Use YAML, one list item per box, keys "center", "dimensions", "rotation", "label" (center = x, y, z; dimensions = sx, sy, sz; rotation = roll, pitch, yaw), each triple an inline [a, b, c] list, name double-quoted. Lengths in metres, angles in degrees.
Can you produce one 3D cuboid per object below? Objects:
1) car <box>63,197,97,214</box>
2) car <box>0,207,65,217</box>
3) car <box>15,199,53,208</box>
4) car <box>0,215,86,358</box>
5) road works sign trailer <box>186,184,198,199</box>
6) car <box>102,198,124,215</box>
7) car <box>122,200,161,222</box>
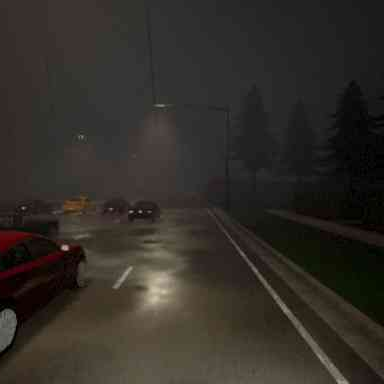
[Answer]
- center: [-10.401, 1.224, 31.155]
  dimensions: [1.882, 1.535, 5.008]
  rotation: [0, 0, 0]
  label: "car"
- center: [-6.906, 1.495, 12.902]
  dimensions: [1.895, 1.301, 4.718]
  rotation: [0, 0, 0]
  label: "car"
- center: [-14.179, 1.319, 30.033]
  dimensions: [1.994, 1.385, 4.181]
  rotation: [0, 0, 0]
  label: "car"
- center: [-3.436, 1.428, 5.893]
  dimensions: [1.882, 1.535, 5.008]
  rotation: [0, 1, 0]
  label: "car"
- center: [0.010, -0.171, 77.999]
  dimensions: [2.380, 3.560, 2.880]
  rotation: [0, 0, 0]
  label: "road works sign trailer"
- center: [-6.911, 1.276, 30.632]
  dimensions: [1.812, 1.442, 4.674]
  rotation: [0, 0, 0]
  label: "car"
- center: [-3.412, 1.347, 24.533]
  dimensions: [2.033, 1.411, 5.357]
  rotation: [0, 1, 0]
  label: "car"
